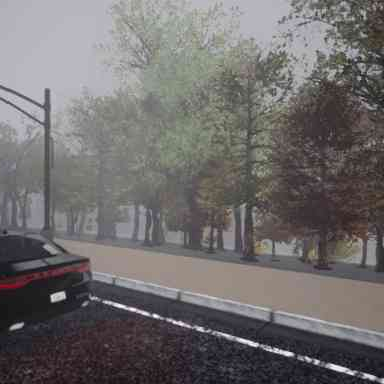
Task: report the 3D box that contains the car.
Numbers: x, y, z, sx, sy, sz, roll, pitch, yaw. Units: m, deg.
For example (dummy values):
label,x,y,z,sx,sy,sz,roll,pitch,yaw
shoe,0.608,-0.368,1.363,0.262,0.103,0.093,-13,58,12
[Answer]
label,x,y,z,sx,sy,sz,roll,pitch,yaw
car,-4.086,1.475,6.570,5.008,1.535,1.882,0,0,35
